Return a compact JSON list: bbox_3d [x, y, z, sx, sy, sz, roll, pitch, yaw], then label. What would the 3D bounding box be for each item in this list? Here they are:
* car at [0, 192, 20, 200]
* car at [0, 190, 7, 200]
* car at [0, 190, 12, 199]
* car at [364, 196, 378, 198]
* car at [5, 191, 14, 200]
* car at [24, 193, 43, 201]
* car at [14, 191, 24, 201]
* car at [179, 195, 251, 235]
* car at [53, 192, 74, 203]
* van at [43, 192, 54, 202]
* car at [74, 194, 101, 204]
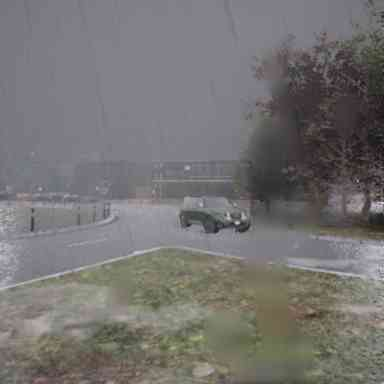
[{"bbox_3d":[-41.244,0.909,73.873,1.946,1.575,5.366,1,0,27],"label":"car"},{"bbox_3d":[-38.827,0.720,72.481,2.435,2.045,5.566,1,0,27],"label":"car"},{"bbox_3d":[-43.926,0.596,74.992,2.435,2.045,5.566,1,0,27],"label":"car"},{"bbox_3d":[41.007,1.160,76.984,1.946,1.575,5.366,0,3,38],"label":"car"},{"bbox_3d":[-36.365,1.033,71.207,2.231,1.521,4.892,1,0,27],"label":"car"},{"bbox_3d":[-31.391,1.029,68.724,2.185,1.767,4.553,1,0,27],"label":"car"},{"bbox_3d":[-34.002,1.090,70.000,2.097,1.535,5.008,1,0,27],"label":"car"},{"bbox_3d":[1.103,1.204,19.283,2.150,2.045,5.566,0,0,-25],"label":"car"},{"bbox_3d":[-23.944,1.195,64.963,2.185,1.767,4.553,1,0,27],"label":"car"},{"bbox_3d":[-26.604,1.041,66.142,1.878,1.987,4.442,1,0,27],"label":"van"},{"bbox_3d":[-19.124,1.438,62.458,2.163,1.488,4.792,1,0,27],"label":"car"}]
